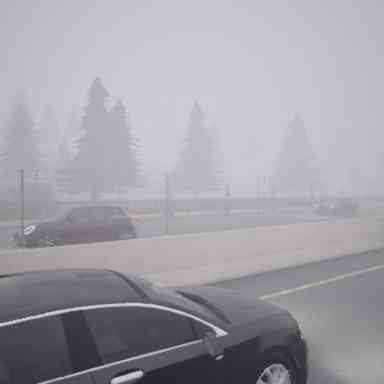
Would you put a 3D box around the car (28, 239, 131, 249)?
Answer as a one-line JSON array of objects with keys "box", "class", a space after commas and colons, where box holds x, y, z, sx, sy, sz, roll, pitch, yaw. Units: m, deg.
[{"box": [-4.655, 1.328, 13.467, 4.553, 1.767, 2.097, 0, 0, -35], "class": "car"}]

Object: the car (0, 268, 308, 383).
[{"box": [-0.980, 1.500, 2.995, 4.892, 1.490, 1.837, 0, 0, -35], "class": "car"}]
